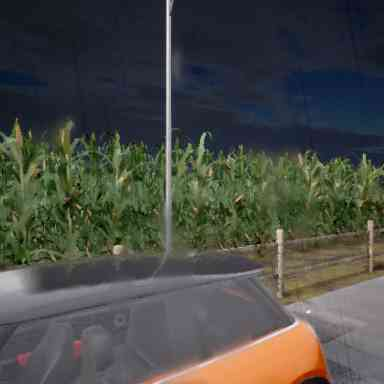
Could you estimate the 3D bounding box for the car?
[{"bbox_3d":[-1.089,1.352,2.293,4.553,1.767,2.097,0,0,-35],"label":"car"}]
